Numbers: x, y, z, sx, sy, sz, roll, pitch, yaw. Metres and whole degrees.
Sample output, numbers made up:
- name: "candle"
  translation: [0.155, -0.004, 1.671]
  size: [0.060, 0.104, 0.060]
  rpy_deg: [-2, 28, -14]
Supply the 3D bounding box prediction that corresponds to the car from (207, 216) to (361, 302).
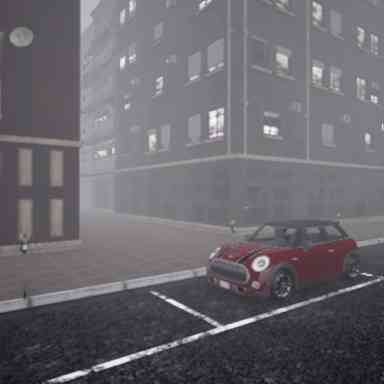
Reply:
- name: "car"
  translation: [2.320, 1.441, 8.217]
  size: [4.097, 1.590, 1.967]
  rpy_deg: [0, 0, -36]
